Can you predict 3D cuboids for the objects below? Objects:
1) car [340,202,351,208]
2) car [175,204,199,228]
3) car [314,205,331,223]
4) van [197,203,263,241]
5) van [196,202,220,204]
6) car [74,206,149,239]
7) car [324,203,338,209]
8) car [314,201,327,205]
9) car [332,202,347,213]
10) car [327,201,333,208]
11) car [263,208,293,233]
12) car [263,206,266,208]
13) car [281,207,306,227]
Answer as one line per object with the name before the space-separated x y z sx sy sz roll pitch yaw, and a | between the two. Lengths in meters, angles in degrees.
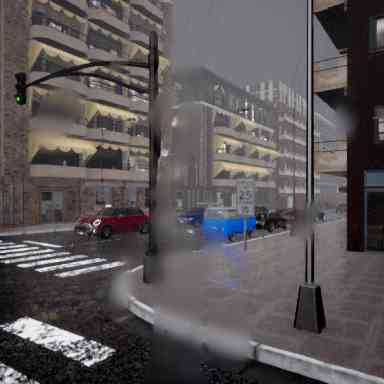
car | 40.118 3.376 86.733 1.752 1.417 4.829 -1 -2 35
car | 0.591 1.985 26.673 1.812 1.442 4.674 0 -1 36
car | 11.725 2.233 32.422 2.008 1.369 4.403 -1 -2 35
van | 2.229 1.704 18.787 1.690 1.788 3.998 -1 -2 35
van | 1.681 1.903 32.709 1.690 1.788 3.998 -1 -2 35
car | -4.549 1.639 19.411 2.097 1.767 4.553 0 -1 35
car | 30.581 3.064 73.327 1.887 1.381 4.507 -1 -2 35
car | 24.159 2.889 64.299 1.802 1.307 4.206 -1 -2 35
car | 25.932 2.723 56.781 1.837 1.490 4.892 0 -1 36
car | 27.369 2.729 68.819 2.192 1.841 5.009 -1 -2 35
car | 5.303 2.035 23.394 1.947 1.339 4.313 -1 -2 35
car | 6.591 2.163 35.097 1.837 1.490 4.892 0 -1 36
car | 8.513 2.158 27.907 1.802 1.307 4.206 -1 -2 35
